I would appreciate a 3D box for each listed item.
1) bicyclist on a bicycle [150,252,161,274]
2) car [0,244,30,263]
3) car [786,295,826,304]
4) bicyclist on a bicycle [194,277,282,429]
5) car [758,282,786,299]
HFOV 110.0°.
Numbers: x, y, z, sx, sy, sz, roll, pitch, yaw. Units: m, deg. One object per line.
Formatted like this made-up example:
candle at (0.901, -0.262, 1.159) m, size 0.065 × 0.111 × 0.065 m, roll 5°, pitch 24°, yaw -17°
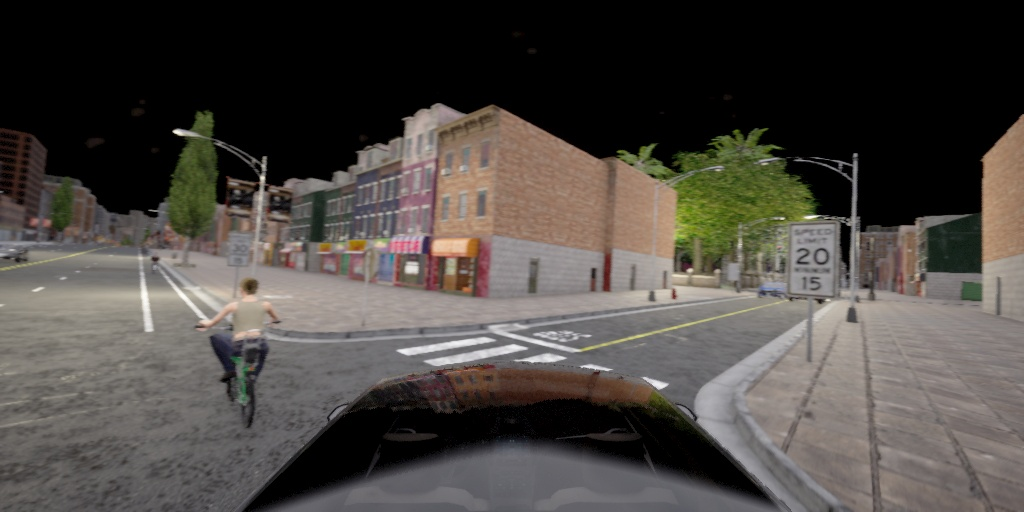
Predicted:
bicyclist on a bicycle at (-28.279, 0.580, 28.401) m, size 1.843 × 1.776 × 0.659 m, roll 2°, pitch -3°, yaw 44°
car at (-43.714, -0.272, 31.125) m, size 4.902 × 1.511 × 2.128 m, roll 2°, pitch -3°, yaw 44°
car at (25.283, 3.045, 30.621) m, size 2.097 × 1.767 × 4.553 m, roll 1°, pitch -2°, yaw 45°
bicyclist on a bicycle at (-3.186, 1.050, 4.247) m, size 1.509 × 1.612 × 0.866 m, roll 1°, pitch -3°, yaw 44°
car at (25.122, 3.268, 34.433) m, size 1.882 × 1.535 × 5.008 m, roll 1°, pitch -2°, yaw 44°
